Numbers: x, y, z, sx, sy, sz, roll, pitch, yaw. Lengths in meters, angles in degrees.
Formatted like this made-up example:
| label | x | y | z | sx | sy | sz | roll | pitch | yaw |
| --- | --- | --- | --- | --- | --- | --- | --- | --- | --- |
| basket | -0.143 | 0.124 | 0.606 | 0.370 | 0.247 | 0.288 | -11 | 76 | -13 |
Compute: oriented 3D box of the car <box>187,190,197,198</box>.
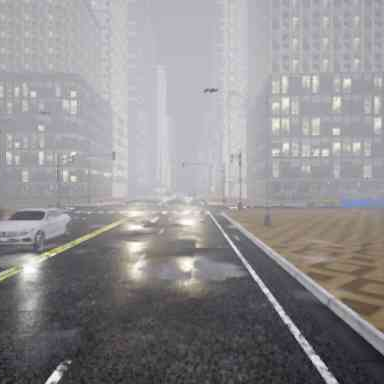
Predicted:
| label | x | y | z | sx | sy | sz | roll | pitch | yaw |
| --- | --- | --- | --- | --- | --- | --- | --- | --- | --- |
| car | 0.008 | 0.562 | 86.889 | 2.150 | 2.045 | 5.566 | 0 | 0 | 0 |

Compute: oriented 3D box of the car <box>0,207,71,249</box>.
| label | x | y | z | sx | sy | sz | roll | pitch | yaw |
| --- | --- | --- | --- | --- | --- | --- | --- | --- | --- |
| car | -6.591 | 1.389 | 14.022 | 1.812 | 1.442 | 4.674 | 0 | 0 | 0 |

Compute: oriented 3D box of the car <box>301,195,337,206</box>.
| label | x | y | z | sx | sy | sz | roll | pitch | yaw |
| --- | --- | --- | --- | --- | --- | --- | --- | --- | --- |
| car | 17.092 | 1.141 | 44.275 | 4.829 | 1.417 | 1.752 | 0 | 1 | 2 |

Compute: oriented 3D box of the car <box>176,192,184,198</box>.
| label | x | y | z | sx | sy | sz | roll | pitch | yaw |
| --- | --- | --- | --- | --- | --- | --- | --- | --- | --- |
| car | -3.242 | 0.932 | 86.891 | 1.895 | 1.301 | 4.718 | 0 | 0 | 0 |

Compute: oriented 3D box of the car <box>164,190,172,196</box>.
| label | x | y | z | sx | sy | sz | roll | pitch | yaw |
| --- | --- | --- | --- | --- | --- | --- | --- | --- | --- |
| car | -6.492 | 0.294 | 91.055 | 2.097 | 1.767 | 4.553 | 0 | 0 | 0 |

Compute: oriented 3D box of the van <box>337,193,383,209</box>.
| label | x | y | z | sx | sy | sz | roll | pitch | yaw |
| --- | --- | --- | --- | --- | --- | --- | --- | --- | --- |
| van | 18.362 | 1.038 | 36.102 | 3.998 | 1.788 | 1.690 | 0 | 1 | 2 |

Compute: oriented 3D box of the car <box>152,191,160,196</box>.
| label | x | y | z | sx | sy | sz | roll | pitch | yaw |
| --- | --- | --- | --- | --- | --- | --- | --- | --- | --- |
| car | -9.742 | 0.479 | 91.026 | 2.033 | 1.411 | 5.357 | 0 | 0 | 0 |
